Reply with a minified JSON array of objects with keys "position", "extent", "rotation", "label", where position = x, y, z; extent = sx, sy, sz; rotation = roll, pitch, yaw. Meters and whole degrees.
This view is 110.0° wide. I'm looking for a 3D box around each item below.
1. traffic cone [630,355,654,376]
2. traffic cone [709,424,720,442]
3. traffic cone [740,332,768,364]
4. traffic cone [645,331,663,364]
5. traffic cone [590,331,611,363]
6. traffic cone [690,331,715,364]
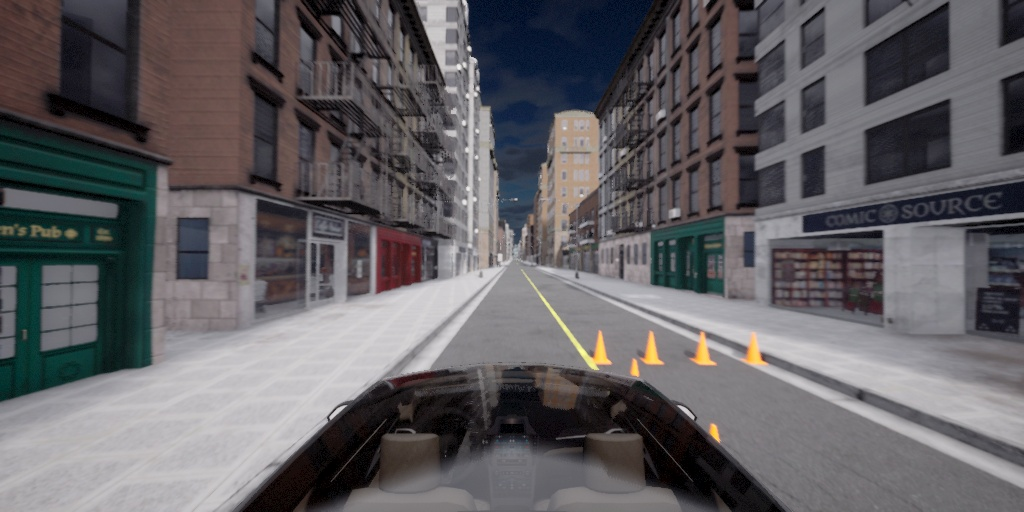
[{"position":[1.721,1.748,5.046],"extent":[0.340,0.580,0.340],"rotation":[0,0,0],"label":"traffic cone"},{"position":[1.711,1.729,3.046],"extent":[0.340,0.580,0.340],"rotation":[0,0,0],"label":"traffic cone"},{"position":[4.732,1.785,7.030],"extent":[0.340,0.580,0.340],"rotation":[0,0,0],"label":"traffic cone"},{"position":[2.732,1.773,7.041],"extent":[0.340,0.580,0.340],"rotation":[0,0,0],"label":"traffic cone"},{"position":[1.732,1.766,7.046],"extent":[0.340,0.580,0.340],"rotation":[0,0,0],"label":"traffic cone"},{"position":[3.732,1.780,7.035],"extent":[0.340,0.580,0.340],"rotation":[0,0,0],"label":"traffic cone"}]
